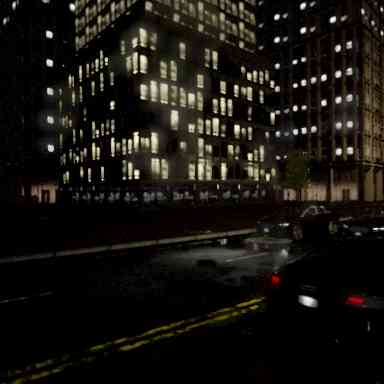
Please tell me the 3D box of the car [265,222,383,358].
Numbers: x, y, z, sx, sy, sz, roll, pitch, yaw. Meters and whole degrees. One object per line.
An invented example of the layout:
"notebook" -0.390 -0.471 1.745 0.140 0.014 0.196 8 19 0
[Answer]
"car" 3.248 1.493 5.908 4.181 1.385 1.994 -1 0 -37

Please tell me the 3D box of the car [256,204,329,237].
"car" 5.098 1.338 15.740 4.902 1.511 2.128 -1 0 -38

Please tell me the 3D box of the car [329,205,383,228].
"car" 8.164 1.318 14.014 4.902 1.511 2.128 -1 0 -38
